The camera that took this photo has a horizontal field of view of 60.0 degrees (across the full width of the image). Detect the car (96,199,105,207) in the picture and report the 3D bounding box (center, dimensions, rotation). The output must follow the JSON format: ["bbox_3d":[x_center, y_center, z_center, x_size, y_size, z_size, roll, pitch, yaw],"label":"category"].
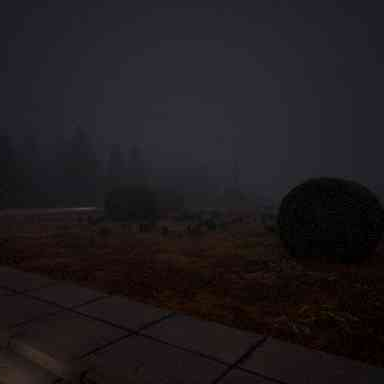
[{"bbox_3d":[-11.775,1.468,48.836,2.128,1.511,4.902,0,0,37],"label":"car"}]

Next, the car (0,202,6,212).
[{"bbox_3d":[-22.110,1.508,34.914,1.812,1.442,4.674,0,0,36],"label":"car"}]
